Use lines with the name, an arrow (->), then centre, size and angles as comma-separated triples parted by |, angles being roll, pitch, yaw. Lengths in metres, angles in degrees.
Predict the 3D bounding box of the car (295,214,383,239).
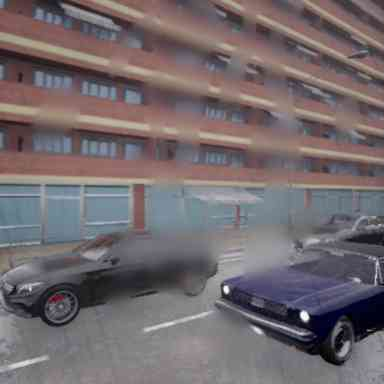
car -> 5.941, 1.606, 12.786 | 4.902, 1.511, 2.128 | 0, -1, -37

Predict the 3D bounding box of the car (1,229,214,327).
car -> -1.481, 1.576, 7.257 | 4.674, 1.442, 1.812 | 0, -1, -36

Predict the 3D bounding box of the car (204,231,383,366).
car -> 2.695, 1.655, 6.016 | 4.718, 1.301, 1.895 | 0, -1, -37
